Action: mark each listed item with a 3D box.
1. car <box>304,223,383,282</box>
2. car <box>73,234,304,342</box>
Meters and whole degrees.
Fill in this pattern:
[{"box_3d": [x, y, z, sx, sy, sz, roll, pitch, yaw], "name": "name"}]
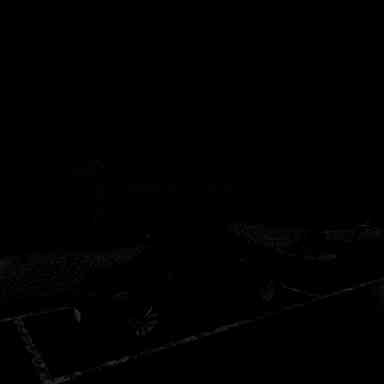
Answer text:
[{"box_3d": [4.445, 1.582, 9.702, 4.206, 1.307, 1.802, 0, 0, -35], "name": "car"}, {"box_3d": [-0.036, 1.566, 6.510, 4.313, 1.339, 1.947, 0, 0, -35], "name": "car"}]
